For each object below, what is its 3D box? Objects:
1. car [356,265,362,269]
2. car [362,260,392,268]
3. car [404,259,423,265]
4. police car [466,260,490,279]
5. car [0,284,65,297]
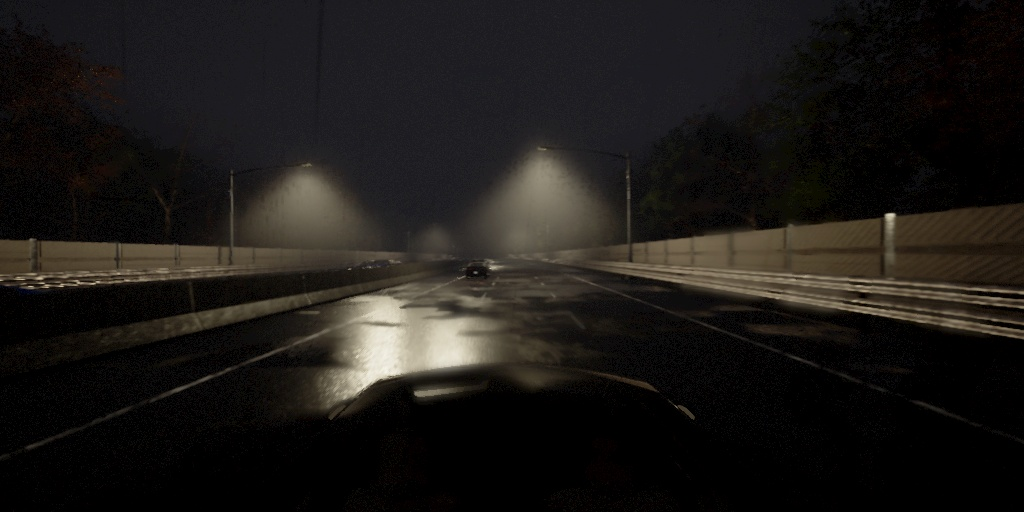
[{"bbox_3d":[-20.586,1.522,51.885,2.033,1.411,5.357,-1,0,0],"label":"car"},{"bbox_3d":[-17.100,1.289,46.341,2.097,1.767,4.553,-1,0,0],"label":"car"},{"bbox_3d":[-13.605,1.253,49.836,2.097,1.767,4.553,-1,0,0],"label":"car"},{"bbox_3d":[-3.063,1.220,32.889,1.930,1.638,5.238,-1,0,0],"label":"police car"},{"bbox_3d":[-13.936,1.380,8.360,1.882,1.535,5.008,-1,0,1],"label":"car"}]
